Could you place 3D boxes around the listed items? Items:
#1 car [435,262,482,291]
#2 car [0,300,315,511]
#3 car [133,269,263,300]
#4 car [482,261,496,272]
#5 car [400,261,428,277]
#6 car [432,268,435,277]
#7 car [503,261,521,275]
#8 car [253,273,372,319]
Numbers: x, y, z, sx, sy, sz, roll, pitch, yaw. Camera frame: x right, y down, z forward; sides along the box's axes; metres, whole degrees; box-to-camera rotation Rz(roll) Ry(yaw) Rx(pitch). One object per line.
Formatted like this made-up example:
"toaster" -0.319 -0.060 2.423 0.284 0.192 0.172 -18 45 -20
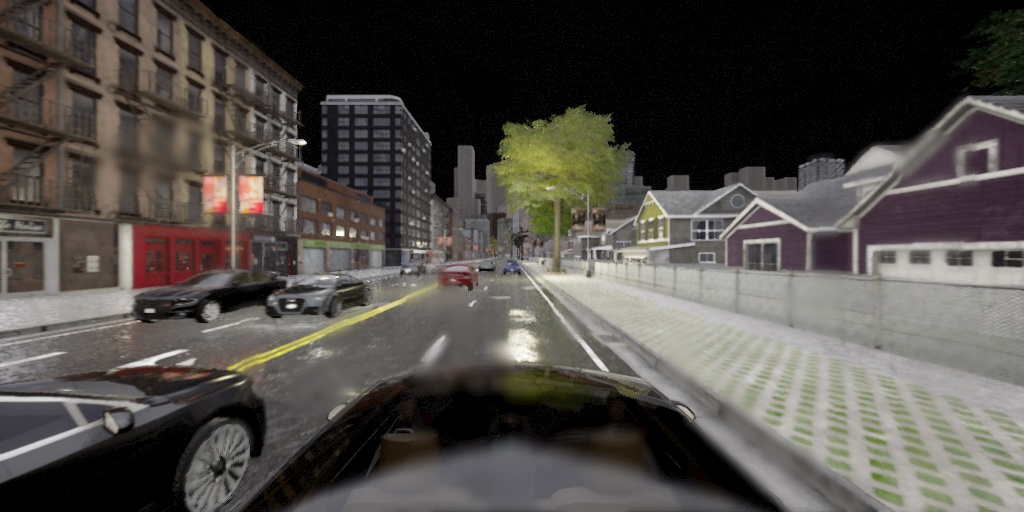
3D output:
"car" -3.150 1.226 22.100 1.882 1.535 5.008 0 0 0
"car" -3.151 1.241 1.301 2.128 1.511 4.902 0 0 0
"car" -9.847 1.225 12.252 1.882 1.535 5.008 0 0 0
"car" -3.188 1.329 46.457 1.994 1.385 4.181 0 0 0
"car" -9.816 1.248 36.180 2.128 1.511 4.902 0 0 0
"car" -6.569 1.319 35.671 1.994 1.385 4.181 0 0 0
"car" -0.001 1.284 39.088 1.812 1.442 4.674 0 0 0
"car" -6.598 1.312 12.715 1.994 1.385 4.181 0 0 0
